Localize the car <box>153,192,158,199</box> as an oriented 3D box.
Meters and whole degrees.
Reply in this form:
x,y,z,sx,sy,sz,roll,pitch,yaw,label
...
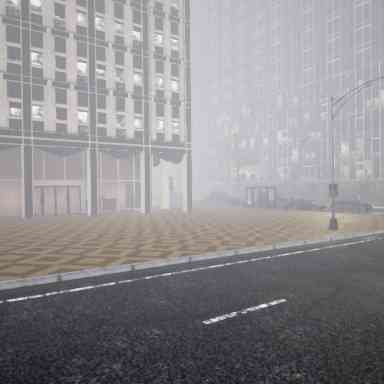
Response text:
x,y,z,sx,sy,sz,roll,pitch,yaw,label
-9.588,1.037,69.459,2.008,1.369,4.403,0,1,-34,car

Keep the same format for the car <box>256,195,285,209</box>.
x,y,z,sx,sy,sz,roll,pitch,yaw,label
9.526,1.386,41.220,1.802,1.307,4.206,-1,1,-34,car

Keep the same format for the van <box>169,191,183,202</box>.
x,y,z,sx,sy,sz,roll,pitch,yaw,label
-3.185,0.935,60.064,1.690,1.788,3.998,0,1,-34,van

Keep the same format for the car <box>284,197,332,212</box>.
x,y,z,sx,sy,sz,roll,pitch,yaw,label
12.713,1.422,36.512,1.947,1.339,4.313,-1,1,-34,car

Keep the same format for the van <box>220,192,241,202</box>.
x,y,z,sx,sy,sz,roll,pitch,yaw,label
6.940,0.852,60.086,1.690,1.788,3.998,-1,1,-34,van

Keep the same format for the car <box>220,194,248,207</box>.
x,y,z,sx,sy,sz,roll,pitch,yaw,label
6.373,1.317,45.949,1.947,1.339,4.313,-1,1,-34,car

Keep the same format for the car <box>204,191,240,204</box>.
x,y,z,sx,sy,sz,roll,pitch,yaw,label
4.915,0.871,52.780,2.150,2.045,5.566,-1,1,-34,car

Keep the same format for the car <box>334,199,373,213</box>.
x,y,z,sx,sy,sz,roll,pitch,yaw,label
16.800,1.406,35.330,1.994,1.385,4.181,-1,1,-34,car

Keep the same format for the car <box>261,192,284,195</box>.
x,y,z,sx,sy,sz,roll,pitch,yaw,label
10.942,0.969,43.920,2.150,2.045,5.566,-1,1,-34,car

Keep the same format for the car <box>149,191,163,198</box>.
x,y,z,sx,sy,sz,roll,pitch,yaw,label
-9.066,0.683,83.568,1.967,1.590,4.097,0,1,-34,car

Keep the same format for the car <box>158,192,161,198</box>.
x,y,z,sx,sy,sz,roll,pitch,yaw,label
-5.865,0.612,78.871,2.192,1.841,5.009,0,1,-34,car

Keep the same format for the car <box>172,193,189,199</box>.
x,y,z,sx,sy,sz,roll,pitch,yaw,label
-2.663,0.933,74.178,1.802,1.307,4.206,0,1,-34,car

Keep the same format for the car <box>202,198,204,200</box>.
x,y,z,sx,sy,sz,roll,pitch,yaw,label
3.739,1.040,64.785,1.802,1.307,4.206,-1,1,-34,car
